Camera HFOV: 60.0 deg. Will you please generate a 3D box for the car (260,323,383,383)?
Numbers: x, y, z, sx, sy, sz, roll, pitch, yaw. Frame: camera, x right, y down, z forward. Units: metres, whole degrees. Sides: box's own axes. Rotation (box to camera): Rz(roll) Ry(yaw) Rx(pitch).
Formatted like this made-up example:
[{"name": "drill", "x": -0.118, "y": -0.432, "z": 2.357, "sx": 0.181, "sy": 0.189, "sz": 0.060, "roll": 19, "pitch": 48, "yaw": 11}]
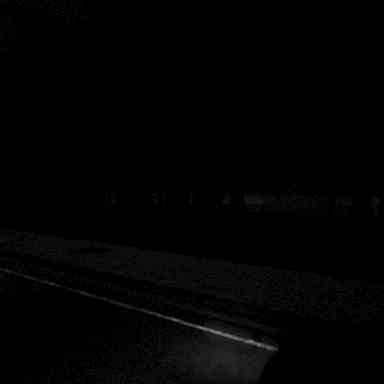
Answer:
[{"name": "car", "x": 2.738, "y": 1.515, "z": 1.735, "sx": 4.892, "sy": 1.490, "sz": 1.837, "roll": 0, "pitch": 0, "yaw": 35}]
